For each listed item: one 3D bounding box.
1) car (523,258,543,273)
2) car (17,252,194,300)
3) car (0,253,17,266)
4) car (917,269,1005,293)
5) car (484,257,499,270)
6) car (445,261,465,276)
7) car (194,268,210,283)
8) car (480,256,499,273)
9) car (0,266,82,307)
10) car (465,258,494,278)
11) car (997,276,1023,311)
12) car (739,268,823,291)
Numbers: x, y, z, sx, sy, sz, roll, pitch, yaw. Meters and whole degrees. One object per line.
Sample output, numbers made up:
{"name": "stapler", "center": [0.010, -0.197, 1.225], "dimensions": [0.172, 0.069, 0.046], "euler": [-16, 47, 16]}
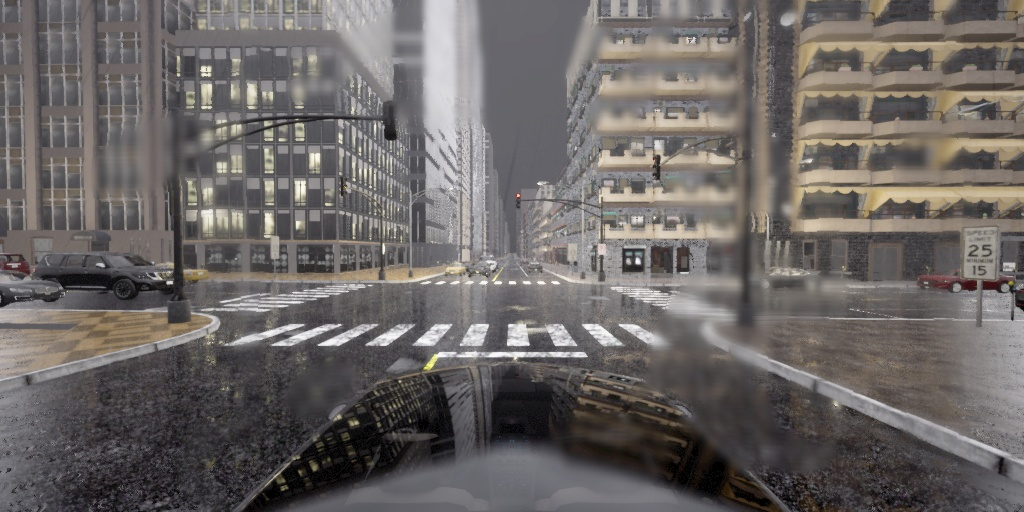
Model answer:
{"name": "car", "center": [2.690, 1.289, 42.317], "dimensions": [2.007, 1.370, 4.403], "euler": [0, 0, 0]}
{"name": "car", "center": [-18.482, 0.848, 16.531], "dimensions": [5.566, 2.045, 2.150], "euler": [1, 1, 1]}
{"name": "car", "center": [-33.613, 0.712, 22.549], "dimensions": [5.009, 1.841, 2.192], "euler": [0, 0, 1]}
{"name": "car", "center": [27.375, 1.462, 21.691], "dimensions": [4.507, 1.381, 1.888], "euler": [0, 0, 1]}
{"name": "car", "center": [-3.087, 1.088, 54.541], "dimensions": [2.097, 1.767, 4.553], "euler": [0, 0, 0]}
{"name": "car", "center": [-5.691, 1.265, 36.493], "dimensions": [1.751, 1.417, 4.829], "euler": [0, 0, 0]}
{"name": "car", "center": [-21.666, 1.029, 22.345], "dimensions": [4.829, 1.417, 1.751], "euler": [0, 0, 1]}
{"name": "car", "center": [-3.096, 0.960, 44.398], "dimensions": [2.150, 2.045, 5.566], "euler": [0, 0, 0]}
{"name": "car", "center": [-20.286, 1.204, 14.011], "dimensions": [4.403, 1.370, 2.007], "euler": [0, 0, 1]}
{"name": "car", "center": [-3.095, 1.245, 34.698], "dimensions": [1.837, 1.490, 4.892], "euler": [0, 0, 0]}
{"name": "car", "center": [21.716, 1.576, 13.390], "dimensions": [4.313, 1.339, 1.948], "euler": [0, 0, 1]}
{"name": "car", "center": [16.309, 1.376, 21.847], "dimensions": [4.403, 1.370, 2.007], "euler": [0, 0, 1]}
